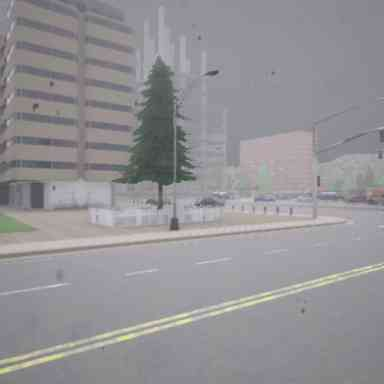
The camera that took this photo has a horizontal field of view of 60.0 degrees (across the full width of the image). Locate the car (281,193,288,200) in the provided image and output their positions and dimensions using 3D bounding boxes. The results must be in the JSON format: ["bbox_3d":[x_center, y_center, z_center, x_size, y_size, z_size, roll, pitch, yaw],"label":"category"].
[{"bbox_3d":[22.022,1.372,85.867,1.784,1.438,3.905,0,0,-36],"label":"car"}]

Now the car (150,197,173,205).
[{"bbox_3d":[-4.900,1.567,56.491,1.994,1.385,4.181,0,0,-35],"label":"car"}]

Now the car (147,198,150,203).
[{"bbox_3d":[-7.204,1.615,65.829,1.994,1.385,4.181,0,0,-36],"label":"car"}]

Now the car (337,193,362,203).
[{"bbox_3d":[37.437,1.162,78.416,1.932,1.855,4.605,0,0,-36],"label":"car"}]

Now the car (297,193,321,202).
[{"bbox_3d":[23.725,1.402,68.541,1.970,1.475,3.806,0,0,-36],"label":"car"}]

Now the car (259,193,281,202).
[{"bbox_3d":[19.663,1.403,84.188,1.970,1.475,3.806,0,0,-36],"label":"car"}]

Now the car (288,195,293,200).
[{"bbox_3d":[24.178,1.162,87.465,1.932,1.855,4.605,0,0,-36],"label":"car"}]

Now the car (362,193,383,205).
[{"bbox_3d":[29.265,1.159,51.109,1.932,1.855,4.605,0,0,-36],"label":"car"}]

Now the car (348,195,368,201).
[{"bbox_3d":[39.833,1.373,80.044,1.784,1.438,3.905,0,0,-36],"label":"car"}]

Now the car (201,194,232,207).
[{"bbox_3d":[3.364,1.509,50.940,1.837,1.490,4.892,0,0,-36],"label":"car"}]
